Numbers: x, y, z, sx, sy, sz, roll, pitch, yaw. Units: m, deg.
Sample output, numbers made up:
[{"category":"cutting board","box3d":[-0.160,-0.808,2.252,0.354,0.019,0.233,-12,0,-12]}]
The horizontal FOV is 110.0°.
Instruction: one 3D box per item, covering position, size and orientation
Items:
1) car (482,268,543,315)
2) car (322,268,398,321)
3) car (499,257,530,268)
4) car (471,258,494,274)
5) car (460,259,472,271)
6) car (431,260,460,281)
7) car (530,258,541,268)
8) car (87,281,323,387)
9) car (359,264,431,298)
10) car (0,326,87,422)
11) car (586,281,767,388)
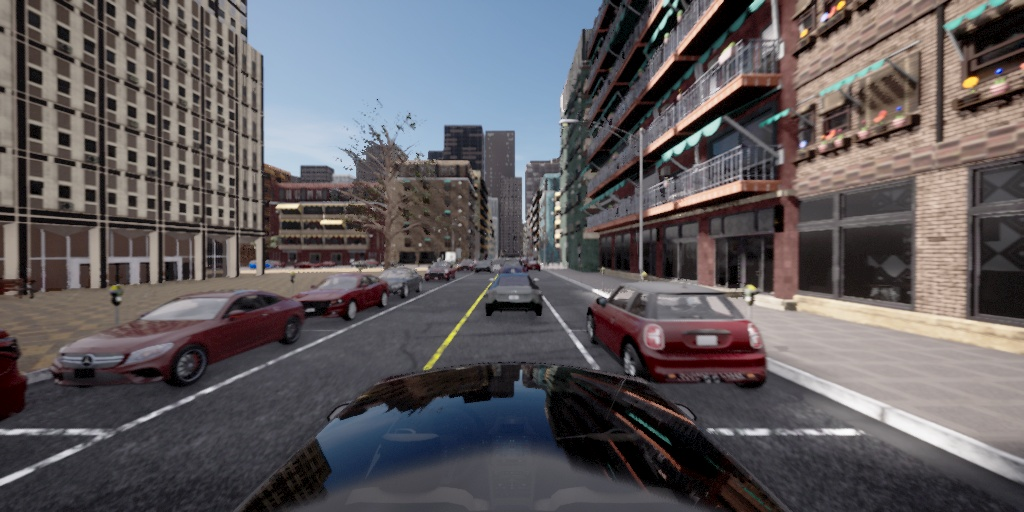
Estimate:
[{"category":"car","box3d":[0.070,1.296,13.429,1.994,1.385,4.181,0,0,0]},{"category":"car","box3d":[-5.693,1.280,12.401,1.888,1.381,4.507,0,0,0]},{"category":"car","box3d":[0.070,1.064,28.365,2.097,1.767,4.553,0,0,0]},{"category":"car","box3d":[-3.098,1.206,40.115,1.837,1.490,4.892,0,0,0]},{"category":"car","box3d":[-5.694,1.136,45.566,1.967,1.591,4.097,0,0,0]},{"category":"car","box3d":[-5.693,1.153,28.984,1.967,1.591,4.097,0,0,0]},{"category":"car","box3d":[2.687,1.241,45.565,1.888,1.381,4.507,0,0,0]},{"category":"car","box3d":[-5.692,1.325,6.874,1.802,1.307,4.207,0,0,0]},{"category":"car","box3d":[-5.693,1.278,17.929,2.007,1.370,4.403,0,0,0]},{"category":"car","box3d":[-5.692,1.066,1.346,2.192,1.841,5.009,0,0,0]},{"category":"car","box3d":[2.688,1.182,6.874,1.967,1.591,4.097,0,0,0]}]
